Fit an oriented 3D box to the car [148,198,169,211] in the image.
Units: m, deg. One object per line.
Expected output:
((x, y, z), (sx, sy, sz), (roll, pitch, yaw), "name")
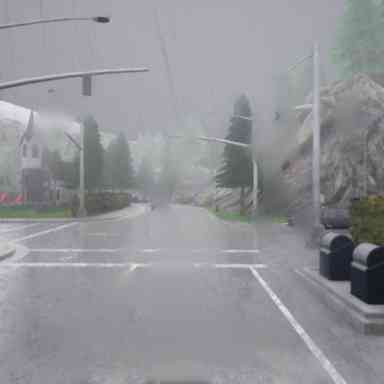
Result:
((-3.907, 1.499, 40.314), (1.837, 1.490, 4.892), (0, 0, -4), "car")

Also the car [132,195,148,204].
((-9.772, 1.343, 63.139), (2.097, 1.767, 4.553), (0, 0, -26), "car")

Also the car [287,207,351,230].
((8.167, 1.545, 18.664), (5.357, 1.411, 2.033), (0, 0, 8), "car")
